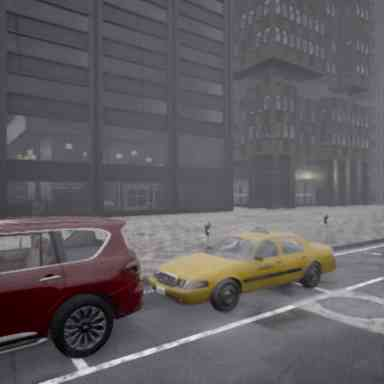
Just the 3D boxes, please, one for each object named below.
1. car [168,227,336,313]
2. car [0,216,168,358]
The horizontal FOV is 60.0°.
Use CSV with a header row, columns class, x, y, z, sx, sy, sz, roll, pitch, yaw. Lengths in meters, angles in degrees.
class,x,y,z,sx,sy,sz,roll,pitch,yaw
car,1.380,1.519,7.639,4.829,1.417,1.752,0,0,-36
car,-3.073,1.315,4.461,5.009,1.841,2.192,0,0,-36
